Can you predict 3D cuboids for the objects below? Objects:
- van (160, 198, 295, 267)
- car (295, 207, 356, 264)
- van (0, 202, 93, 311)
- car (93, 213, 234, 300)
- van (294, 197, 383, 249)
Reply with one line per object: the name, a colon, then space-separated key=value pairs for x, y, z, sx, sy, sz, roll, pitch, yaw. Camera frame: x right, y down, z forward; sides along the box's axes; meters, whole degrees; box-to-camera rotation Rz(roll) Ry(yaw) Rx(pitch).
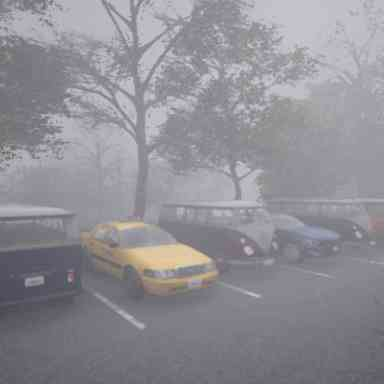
van: x=0.718 y=1.239 z=10.430 sx=1.878 sy=1.987 sz=4.442 roll=0 pitch=0 yaw=-35
car: x=2.902 y=1.458 z=12.138 sx=2.097 sy=1.535 sz=5.008 roll=0 pitch=0 yaw=-35
van: x=-3.928 y=1.252 z=7.402 sx=1.878 sy=1.987 sz=4.442 roll=0 pitch=0 yaw=-36
car: x=-1.496 y=1.468 z=8.767 sx=1.946 sy=1.575 sz=5.366 roll=0 pitch=0 yaw=-36
van: x=5.106 y=1.241 z=13.562 sx=1.878 sy=1.987 sz=4.442 roll=0 pitch=0 yaw=-36
